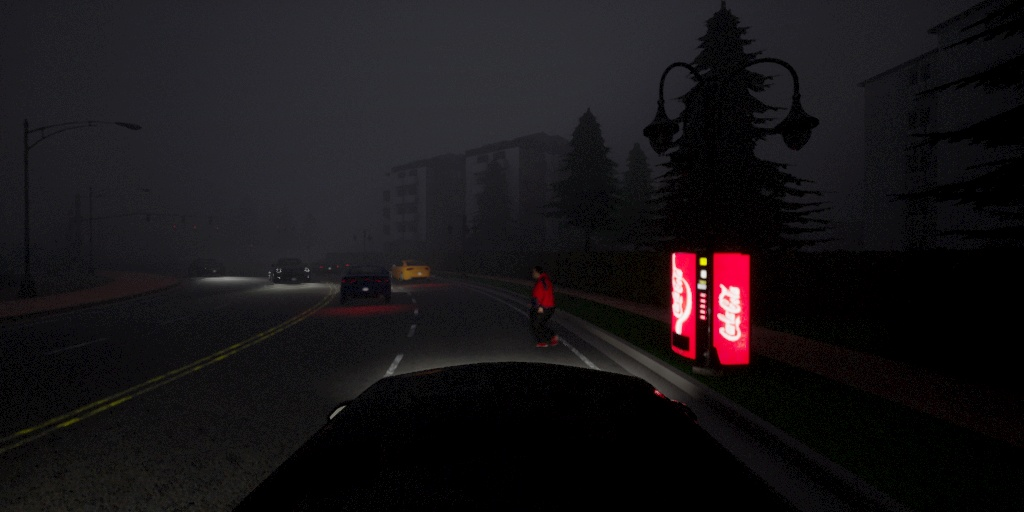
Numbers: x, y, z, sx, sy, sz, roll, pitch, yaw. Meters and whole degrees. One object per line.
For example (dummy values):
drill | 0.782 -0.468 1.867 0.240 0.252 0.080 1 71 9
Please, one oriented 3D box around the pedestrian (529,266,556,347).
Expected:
pedestrian | 0.629 0.995 7.526 0.375 1.860 0.375 0 0 -9

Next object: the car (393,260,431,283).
car | -7.415 1.027 25.920 1.882 1.535 5.008 0 0 -31

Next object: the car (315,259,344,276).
car | -17.333 1.057 32.745 1.994 1.385 4.181 0 1 -45

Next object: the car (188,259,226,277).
car | -26.868 0.998 31.550 4.902 1.511 2.128 0 1 38

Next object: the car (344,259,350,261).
car | -18.293 0.993 38.401 5.357 1.411 2.033 0 0 38

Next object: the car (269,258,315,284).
car | -15.482 0.909 24.963 2.097 1.767 4.553 0 1 -38

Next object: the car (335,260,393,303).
car | -6.475 1.108 16.122 1.882 1.535 5.008 0 0 -19

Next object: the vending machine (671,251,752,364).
vending machine | 3.566 0.904 6.521 1.100 2.100 0.880 0 0 -7
